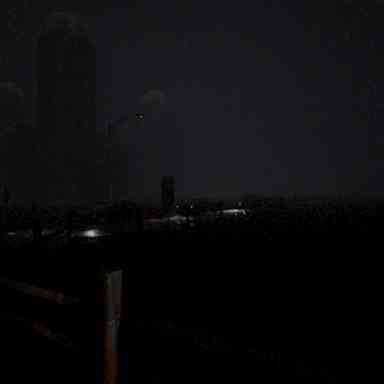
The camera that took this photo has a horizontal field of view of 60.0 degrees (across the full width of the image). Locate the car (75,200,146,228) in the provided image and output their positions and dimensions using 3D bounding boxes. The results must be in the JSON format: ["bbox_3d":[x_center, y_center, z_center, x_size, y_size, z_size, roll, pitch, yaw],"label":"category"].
[{"bbox_3d":[-5.111,1.304,21.366,1.882,1.535,5.008,1,1,35],"label":"car"}]

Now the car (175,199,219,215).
[{"bbox_3d":[0.604,1.285,29.492,1.895,1.301,4.718,1,1,35],"label":"car"}]

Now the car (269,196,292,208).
[{"bbox_3d":[9.761,1.115,37.391,1.994,1.385,4.181,1,1,35],"label":"car"}]

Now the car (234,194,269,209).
[{"bbox_3d":[6.571,1.031,37.965,2.128,1.511,4.902,1,1,35],"label":"car"}]
